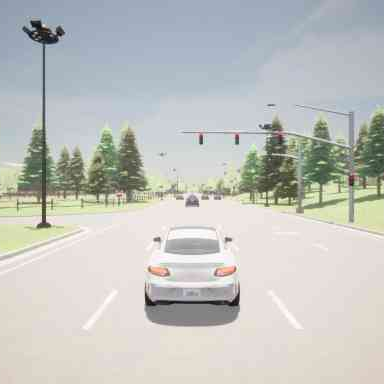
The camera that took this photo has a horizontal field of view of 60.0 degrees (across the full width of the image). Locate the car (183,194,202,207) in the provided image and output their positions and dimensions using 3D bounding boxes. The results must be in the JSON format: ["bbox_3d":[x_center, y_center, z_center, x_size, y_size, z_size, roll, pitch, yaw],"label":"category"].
[{"bbox_3d":[0.070,1.352,51.757,2.097,1.767,4.553,0,0,0],"label":"car"}]

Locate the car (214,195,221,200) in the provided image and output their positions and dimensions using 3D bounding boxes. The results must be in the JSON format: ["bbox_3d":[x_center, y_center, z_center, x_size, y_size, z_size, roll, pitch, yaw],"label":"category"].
[{"bbox_3d":[7.125,1.525,93.224,2.128,1.511,4.902,0,0,0],"label":"car"}]

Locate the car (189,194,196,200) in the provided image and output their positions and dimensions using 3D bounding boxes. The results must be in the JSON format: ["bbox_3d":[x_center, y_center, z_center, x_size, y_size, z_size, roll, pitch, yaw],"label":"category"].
[{"bbox_3d":[0.125,1.355,93.204,2.097,1.767,4.553,0,0,0],"label":"car"}]

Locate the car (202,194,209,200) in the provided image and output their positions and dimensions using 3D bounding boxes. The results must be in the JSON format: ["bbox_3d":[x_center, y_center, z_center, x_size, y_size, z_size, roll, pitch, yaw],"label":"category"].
[{"bbox_3d":[3.625,1.355,93.199,2.097,1.767,4.553,0,0,0],"label":"car"}]

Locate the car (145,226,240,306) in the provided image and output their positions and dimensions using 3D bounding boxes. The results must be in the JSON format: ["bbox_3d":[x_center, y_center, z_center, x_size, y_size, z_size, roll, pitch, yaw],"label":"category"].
[{"bbox_3d":[0.017,1.526,7.884,1.812,1.442,4.674,0,0,0],"label":"car"}]

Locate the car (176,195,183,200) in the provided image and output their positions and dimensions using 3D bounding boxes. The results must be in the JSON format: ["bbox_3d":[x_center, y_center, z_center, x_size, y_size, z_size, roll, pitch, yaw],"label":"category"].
[{"bbox_3d":[-3.375,1.552,93.205,1.994,1.385,4.181,0,0,0],"label":"car"}]
